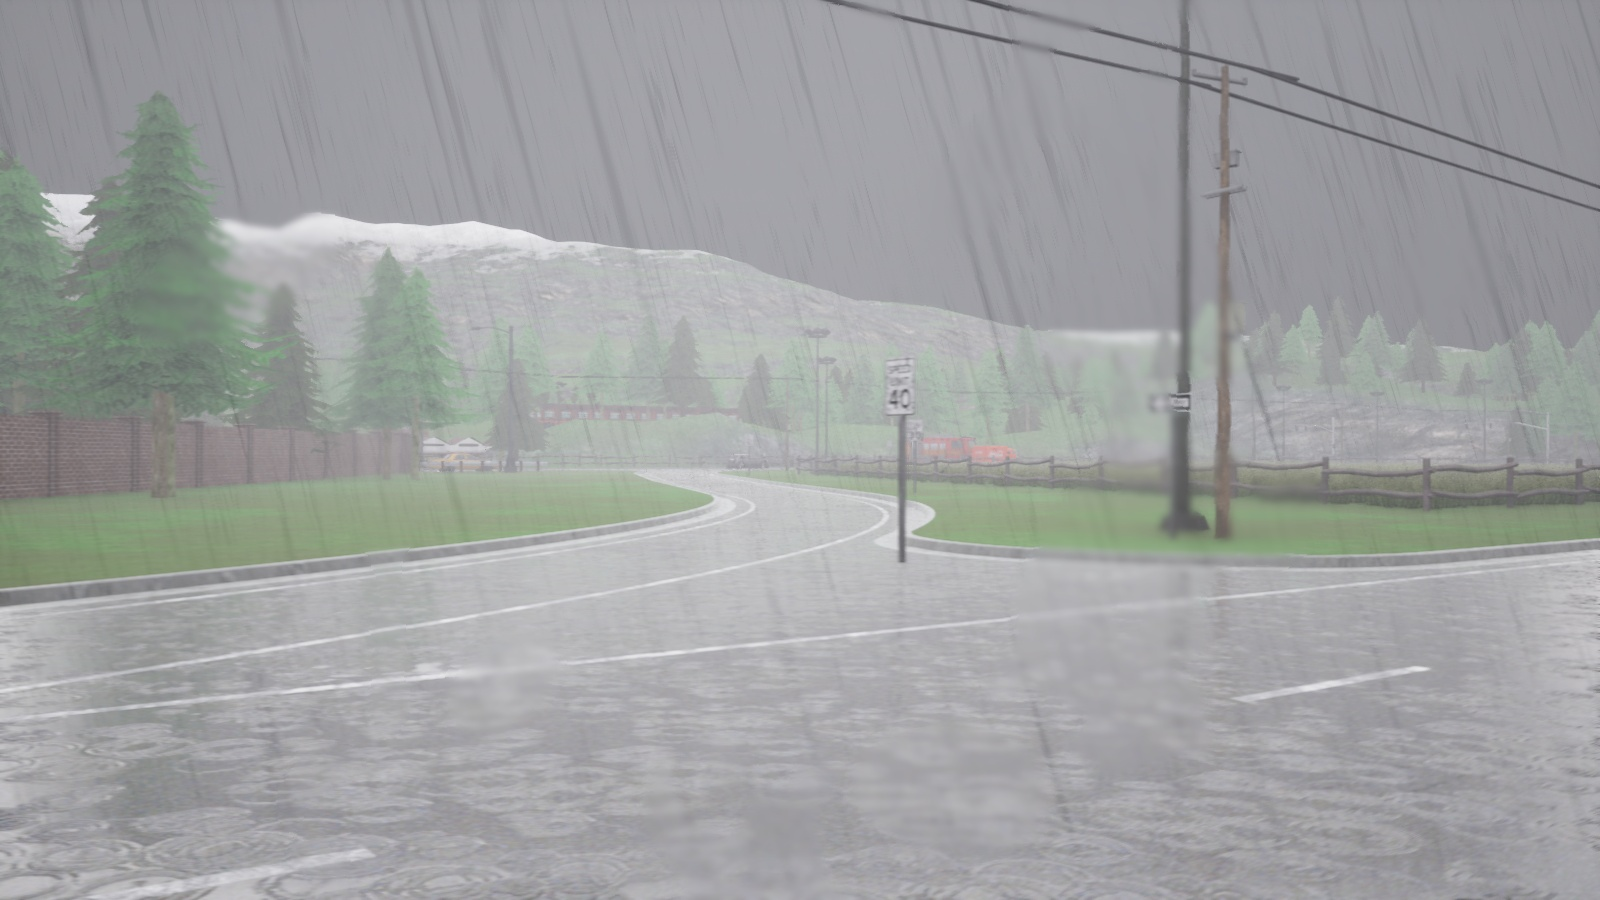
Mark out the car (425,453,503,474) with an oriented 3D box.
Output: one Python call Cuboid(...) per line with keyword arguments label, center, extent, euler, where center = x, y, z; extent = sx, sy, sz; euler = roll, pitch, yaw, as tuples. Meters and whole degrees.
Cuboid(label="car", center=(-25.341, 1.021, 94.818), extent=(5.366, 1.575, 1.801), euler=(0, 0, -35))
